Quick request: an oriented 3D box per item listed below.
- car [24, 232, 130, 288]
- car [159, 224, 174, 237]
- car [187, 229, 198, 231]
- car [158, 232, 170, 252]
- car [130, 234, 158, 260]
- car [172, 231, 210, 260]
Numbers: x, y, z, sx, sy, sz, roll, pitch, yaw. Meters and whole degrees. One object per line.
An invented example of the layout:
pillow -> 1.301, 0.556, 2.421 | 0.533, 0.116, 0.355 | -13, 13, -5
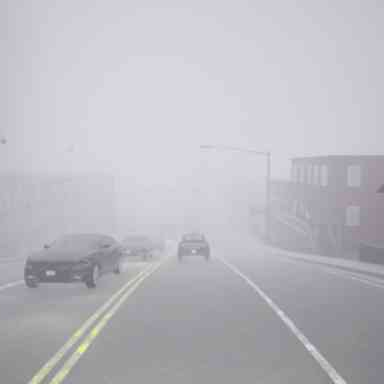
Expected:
car -> -3.592, 2.091, 10.982 | 1.882, 1.535, 5.008 | 0, -7, 0
car -> -3.506, 5.305, 46.648 | 2.128, 1.511, 4.902 | 0, 1, 0
car -> 0.075, 5.432, 42.723 | 1.895, 1.301, 4.718 | 0, 0, 0
car -> -3.504, 4.799, 31.455 | 2.033, 1.411, 5.357 | 0, -6, 0
car -> -3.553, 3.465, 21.119 | 1.837, 1.490, 4.892 | 0, -8, 0
car -> 0.097, 3.404, 20.792 | 2.128, 1.511, 4.902 | 0, -8, 0
